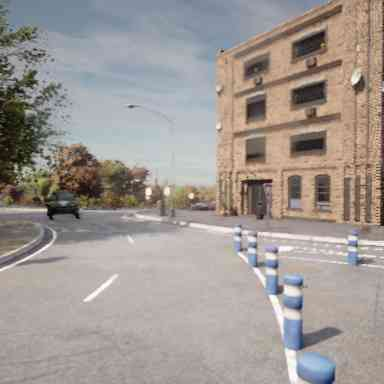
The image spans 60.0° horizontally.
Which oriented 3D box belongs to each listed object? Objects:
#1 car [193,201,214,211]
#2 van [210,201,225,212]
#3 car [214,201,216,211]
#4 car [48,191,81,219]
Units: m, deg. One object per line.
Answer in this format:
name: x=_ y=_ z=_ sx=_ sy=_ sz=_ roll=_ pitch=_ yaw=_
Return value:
car: x=1.488 y=2.469 z=53.833 sx=2.002 sy=1.452 sz=4.674 roll=2 pitch=-2 yaw=19
van: x=5.002 y=2.809 z=64.368 sx=1.878 sy=1.987 sz=4.442 roll=1 pitch=-3 yaw=19
car: x=3.216 y=2.758 z=59.042 sx=2.163 sy=1.488 sz=4.792 roll=1 pitch=-3 yaw=19
car: x=-9.975 y=0.940 z=26.033 sx=2.150 sy=2.045 sz=5.566 roll=-1 pitch=1 yaw=-20
